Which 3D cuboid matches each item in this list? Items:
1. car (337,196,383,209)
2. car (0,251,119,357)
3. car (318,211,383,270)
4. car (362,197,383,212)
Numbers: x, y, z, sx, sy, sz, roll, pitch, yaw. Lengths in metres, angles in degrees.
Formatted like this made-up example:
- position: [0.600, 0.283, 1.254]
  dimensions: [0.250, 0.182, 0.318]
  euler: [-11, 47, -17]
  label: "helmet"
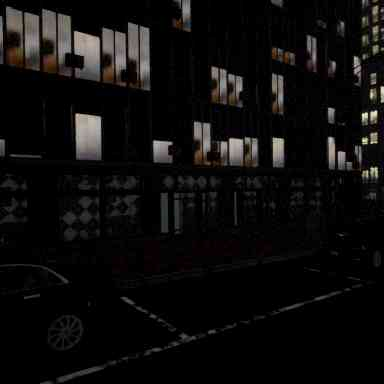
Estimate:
- position: [20.577, 1.274, 40.861]
  dimensions: [1.752, 1.417, 4.829]
  euler: [-1, 1, -35]
  label: "car"
- position: [-3.189, 1.551, 4.427]
  dimensions: [4.403, 1.369, 2.008]
  euler: [0, -1, -35]
  label: "car"
- position: [5.986, 1.541, 11.006]
  dimensions: [4.507, 1.381, 1.887]
  euler: [0, -1, -35]
  label: "car"
- position: [18.077, 1.442, 34.354]
  dimensions: [1.994, 1.385, 4.181]
  euler: [-1, 1, -35]
  label: "car"
